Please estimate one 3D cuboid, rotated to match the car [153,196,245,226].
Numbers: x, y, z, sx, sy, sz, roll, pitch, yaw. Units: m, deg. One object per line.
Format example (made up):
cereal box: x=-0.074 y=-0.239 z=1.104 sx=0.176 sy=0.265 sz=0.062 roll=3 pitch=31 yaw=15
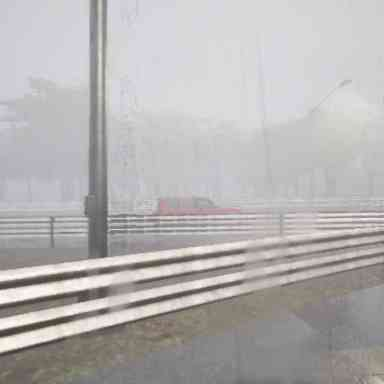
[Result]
car: x=0.378 y=1.277 z=20.333 sx=5.566 sy=2.045 sz=2.150 roll=-1 pitch=1 yaw=-2
